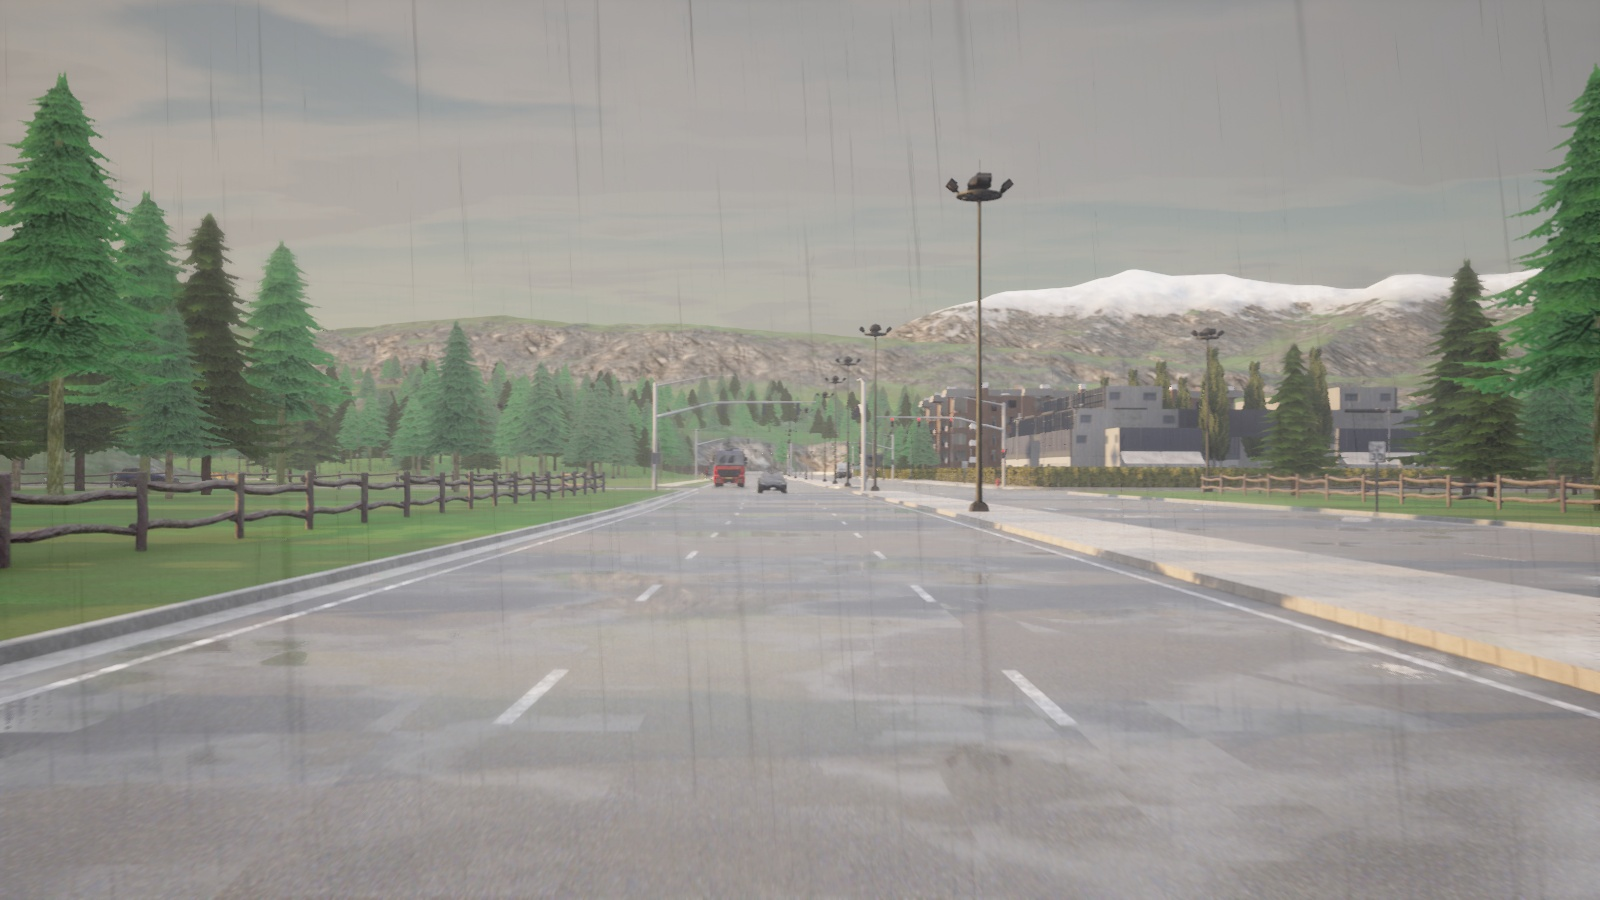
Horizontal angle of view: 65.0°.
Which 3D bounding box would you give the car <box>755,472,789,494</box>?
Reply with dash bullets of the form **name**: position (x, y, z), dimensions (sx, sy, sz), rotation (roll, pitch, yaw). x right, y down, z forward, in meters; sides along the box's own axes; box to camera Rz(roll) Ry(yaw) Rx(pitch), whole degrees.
- **car**: position (-1.986, 2.296, 87.974), dimensions (2.163, 1.488, 4.792), rotation (0, -1, -3)
